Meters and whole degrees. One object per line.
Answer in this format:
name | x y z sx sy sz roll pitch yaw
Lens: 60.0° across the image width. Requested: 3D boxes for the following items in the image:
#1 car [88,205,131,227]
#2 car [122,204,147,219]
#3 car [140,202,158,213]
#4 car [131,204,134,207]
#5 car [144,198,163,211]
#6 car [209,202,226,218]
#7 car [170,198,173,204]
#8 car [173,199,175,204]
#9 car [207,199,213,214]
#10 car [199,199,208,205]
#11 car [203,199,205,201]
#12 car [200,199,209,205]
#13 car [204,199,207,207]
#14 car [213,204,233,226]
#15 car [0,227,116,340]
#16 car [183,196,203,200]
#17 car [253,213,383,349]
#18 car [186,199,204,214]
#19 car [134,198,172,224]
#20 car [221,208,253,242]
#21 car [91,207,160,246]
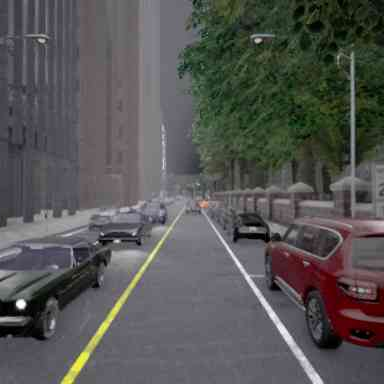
car | -5.734 1.769 22.673 2.008 1.369 4.403 0 -1 0
car | -5.719 1.912 33.586 1.802 1.307 4.206 0 -1 0
car | -5.705 2.023 44.500 1.802 1.307 4.206 0 -1 0
car | -5.726 1.856 28.129 1.802 1.307 4.206 0 -1 0
car | -5.698 1.812 49.959 2.192 1.841 5.009 0 -1 0
car | 2.799 1.828 28.126 2.008 1.369 4.403 0 -1 0
car | -5.670 2.169 71.785 1.967 1.590 4.097 0 -1 0
car | -5.663 2.338 77.241 2.008 1.369 4.403 0 -1 0
car | 2.806 1.773 33.583 1.967 1.590 4.097 0 -1 0
car | 2.869 2.415 82.688 1.947 1.339 4.313 0 -1 0
car | 2.461 1.928 56.927 2.097 1.767 4.553 0 -1 0
car | 2.862 2.317 77.402 1.752 1.417 4.829 0 -1 0
car | 2.813 1.828 39.039 1.967 1.590 4.097 0 -1 0
car | 2.792 1.772 22.669 2.008 1.369 4.403 0 -1 0
car | -3.091 1.659 6.746 1.895 1.301 4.718 0 -1 0
car | 0.165 1.860 50.834 2.097 1.767 4.553 0 -1 0
car | 2.771 1.370 6.304 2.192 1.841 5.009 0 -1 0
car | 0.156 1.949 40.411 2.033 1.411 5.357 0 -1 0
car | -3.054 1.614 26.840 2.097 1.767 4.553 0 -1 0
car | 2.785 1.732 17.213 1.947 1.339 4.313 0 -1 0
car | -3.073 1.705 16.564 2.033 1.411 5.357 0 -1 1
